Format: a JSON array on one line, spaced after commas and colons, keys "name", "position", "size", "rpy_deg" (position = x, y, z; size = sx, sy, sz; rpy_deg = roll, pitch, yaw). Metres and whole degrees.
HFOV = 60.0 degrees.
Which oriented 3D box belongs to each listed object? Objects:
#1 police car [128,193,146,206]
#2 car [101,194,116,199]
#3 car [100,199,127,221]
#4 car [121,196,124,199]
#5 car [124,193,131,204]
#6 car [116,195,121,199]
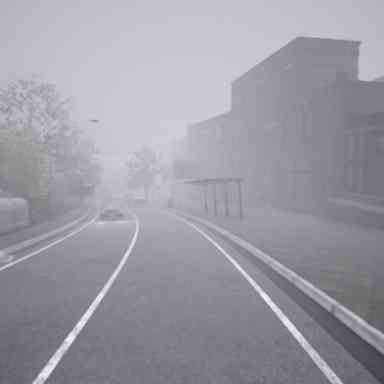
[{"name": "police car", "position": [-8.706, 1.433, 54.115], "size": [1.930, 1.638, 5.238], "rpy_deg": [-2, 0, -16]}, {"name": "car", "position": [-17.385, 1.417, 68.226], "size": [2.150, 2.045, 5.566], "rpy_deg": [-2, 0, -16]}, {"name": "car", "position": [-6.746, 1.579, 28.310], "size": [1.812, 1.442, 4.674], "rpy_deg": [-1, 0, -12]}, {"name": "car", "position": [-13.022, 1.288, 69.513], "size": [2.150, 2.045, 5.566], "rpy_deg": [-2, 0, -16]}, {"name": "car", "position": [-11.384, 1.520, 63.686], "size": [1.882, 1.535, 5.008], "rpy_deg": [-2, 0, -16]}, {"name": "car", "position": [-19.020, 1.664, 87.383], "size": [1.895, 1.301, 4.718], "rpy_deg": [-2, 0, -16]}]
